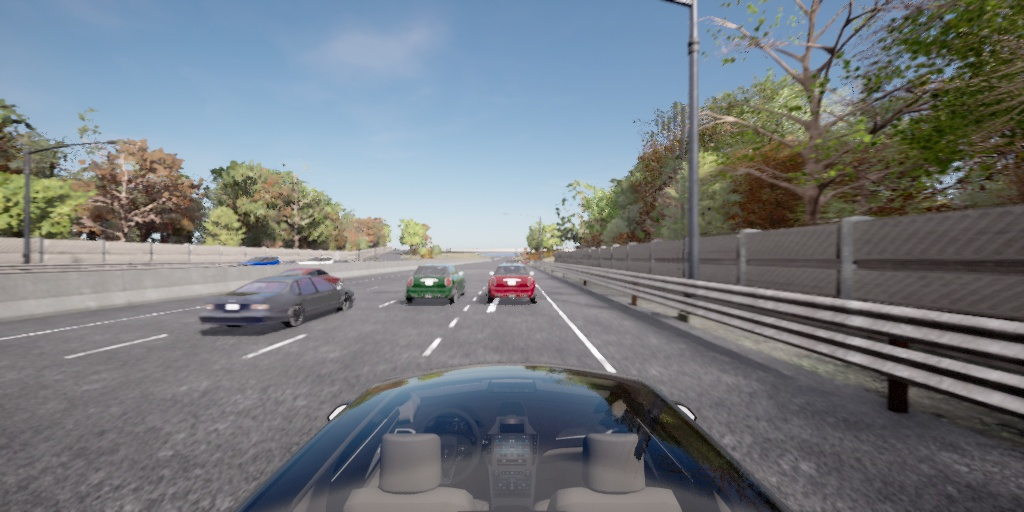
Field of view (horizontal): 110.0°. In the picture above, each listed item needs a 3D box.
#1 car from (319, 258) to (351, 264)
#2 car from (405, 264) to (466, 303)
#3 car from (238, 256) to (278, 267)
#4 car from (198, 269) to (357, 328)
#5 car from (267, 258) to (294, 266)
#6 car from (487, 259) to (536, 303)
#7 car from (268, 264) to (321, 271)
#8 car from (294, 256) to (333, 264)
[{"bbox_3d":[-21.098,1.346,43.928,1.837,1.490,4.892,0,0,0],"label":"car"},{"bbox_3d":[-3.412,1.132,16.880,2.097,1.767,4.553,0,0,0],"label":"car"},{"bbox_3d":[-31.576,1.051,45.061,2.150,2.045,5.566,0,0,1],"label":"car"},{"bbox_3d":[-6.909,1.309,11.375,2.033,1.411,5.357,0,0,0],"label":"car"},{"bbox_3d":[-28.080,1.328,45.494,2.128,1.511,4.902,0,0,1],"label":"car"},{"bbox_3d":[-0.010,1.137,17.024,2.097,1.767,4.553,0,0,0],"label":"car"},{"bbox_3d":[-10.412,1.299,18.315,1.812,1.442,4.674,0,0,0],"label":"car"},{"bbox_3d":[-24.578,1.062,45.409,2.150,2.045,5.566,0,0,1],"label":"car"}]
